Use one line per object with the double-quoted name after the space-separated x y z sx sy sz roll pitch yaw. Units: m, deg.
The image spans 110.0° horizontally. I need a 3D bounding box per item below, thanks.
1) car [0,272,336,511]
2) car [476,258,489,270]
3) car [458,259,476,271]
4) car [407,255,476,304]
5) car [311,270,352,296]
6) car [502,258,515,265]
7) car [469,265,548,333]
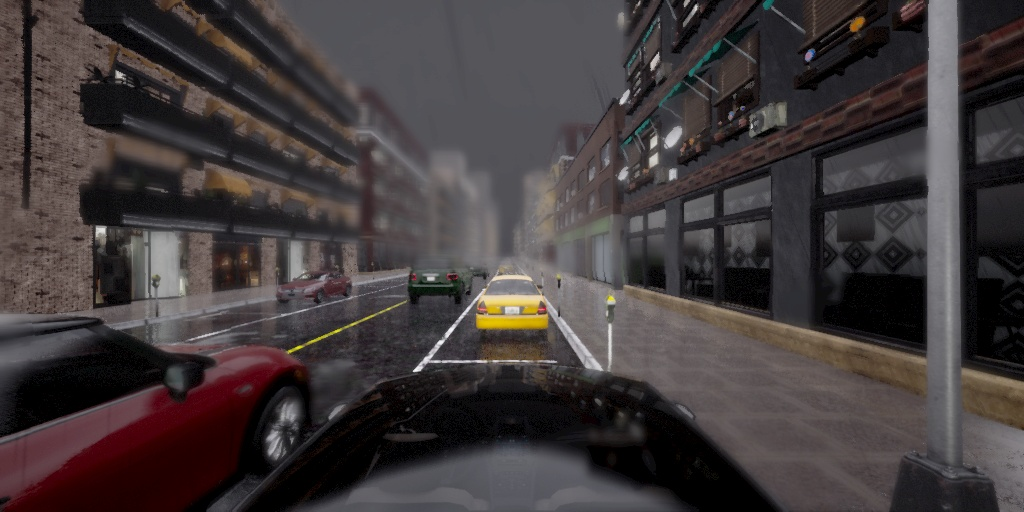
-3.145 1.101 1.942 2.097 1.767 4.553 0 0 0 "car"
-3.143 1.100 31.673 2.097 1.767 4.553 0 0 0 "car"
-6.150 1.227 49.848 1.882 1.535 5.008 0 0 0 "car"
-3.144 0.967 16.602 2.150 2.045 5.566 0 0 0 "car"
-8.837 1.333 16.462 1.802 1.307 4.207 0 0 0 "car"
-0.456 1.275 39.173 1.751 1.417 4.829 0 0 0 "car"
0.005 1.207 10.689 1.801 1.575 5.366 0 0 0 "car"
